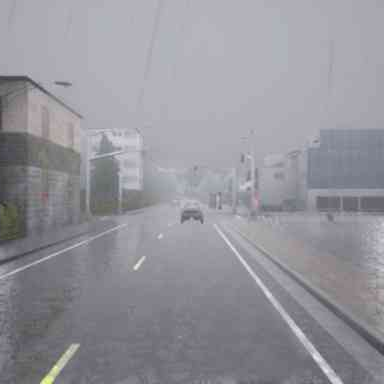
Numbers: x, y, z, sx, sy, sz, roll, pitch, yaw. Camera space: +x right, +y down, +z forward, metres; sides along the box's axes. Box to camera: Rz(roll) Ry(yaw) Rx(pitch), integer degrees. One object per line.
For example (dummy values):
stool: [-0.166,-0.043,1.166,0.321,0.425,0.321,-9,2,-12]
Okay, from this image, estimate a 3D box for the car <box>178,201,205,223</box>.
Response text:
car: [0.017,1.831,28.457,1.837,1.490,4.892,0,0,0]

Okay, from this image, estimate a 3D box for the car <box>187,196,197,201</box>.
car: [-0.012,1.940,76.715,2.150,2.045,5.566,0,-1,0]

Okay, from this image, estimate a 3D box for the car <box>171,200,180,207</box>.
car: [-3.511,2.323,70.441,1.812,1.442,4.674,0,-1,0]
